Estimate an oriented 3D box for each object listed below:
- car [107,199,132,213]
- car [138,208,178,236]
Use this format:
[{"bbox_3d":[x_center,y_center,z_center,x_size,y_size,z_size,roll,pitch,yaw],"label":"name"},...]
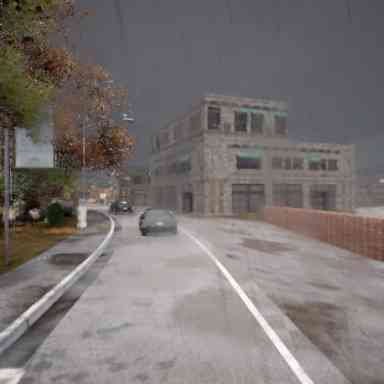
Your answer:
[{"bbox_3d":[-8.361,1.675,38.998,1.812,1.442,4.674,0,0,-24],"label":"car"},{"bbox_3d":[-2.029,1.601,19.036,1.994,1.385,4.181,0,0,-11],"label":"car"}]
